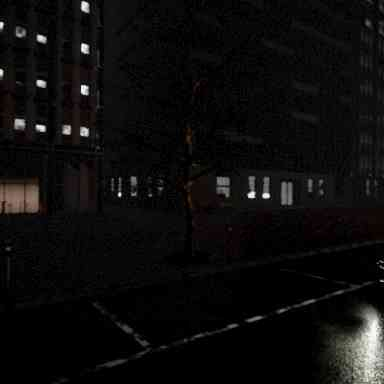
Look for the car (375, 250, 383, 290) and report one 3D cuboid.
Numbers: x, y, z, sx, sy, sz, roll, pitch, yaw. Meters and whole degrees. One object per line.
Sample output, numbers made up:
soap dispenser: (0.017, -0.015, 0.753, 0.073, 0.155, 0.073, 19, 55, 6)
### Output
car: (6.257, 1.483, 7.841, 5.008, 1.535, 1.882, 0, 0, -36)
